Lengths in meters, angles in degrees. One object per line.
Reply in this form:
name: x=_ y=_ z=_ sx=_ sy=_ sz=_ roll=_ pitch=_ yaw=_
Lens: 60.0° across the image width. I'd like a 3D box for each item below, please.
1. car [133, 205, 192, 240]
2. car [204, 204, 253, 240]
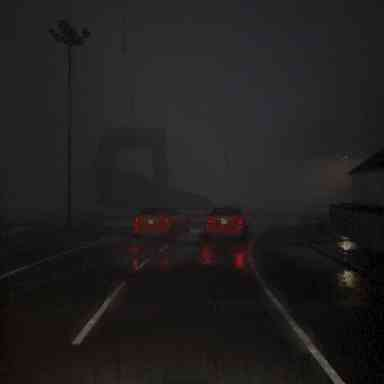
car: x=-1.476 y=1.500 z=18.309 sx=2.097 sy=1.767 sz=4.553 roll=0 pitch=0 yaw=14
car: x=2.119 y=1.499 z=18.283 sx=2.097 sy=1.767 sz=4.553 roll=0 pitch=0 yaw=15
